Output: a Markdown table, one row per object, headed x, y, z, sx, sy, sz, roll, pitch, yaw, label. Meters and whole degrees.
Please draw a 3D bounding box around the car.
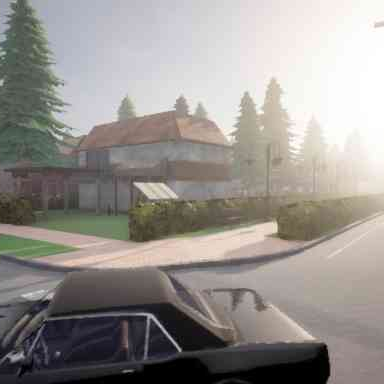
| x | y | z | sx | sy | sz | roll | pitch | yaw | label |
| --- | --- | --- | --- | --- | --- | --- | --- | --- | --- |
| -1.198 | 1.583 | 3.409 | 4.718 | 1.301 | 1.895 | 0 | 1 | -12 | car |
